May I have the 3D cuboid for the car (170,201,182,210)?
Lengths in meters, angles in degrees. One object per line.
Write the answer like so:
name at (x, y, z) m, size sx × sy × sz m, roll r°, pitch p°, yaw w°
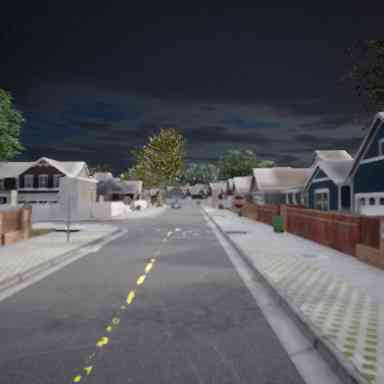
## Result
car at (-2.789, 2.382, 59.787) m, size 2.128 × 1.511 × 4.902 m, roll 0°, pitch -1°, yaw 0°
